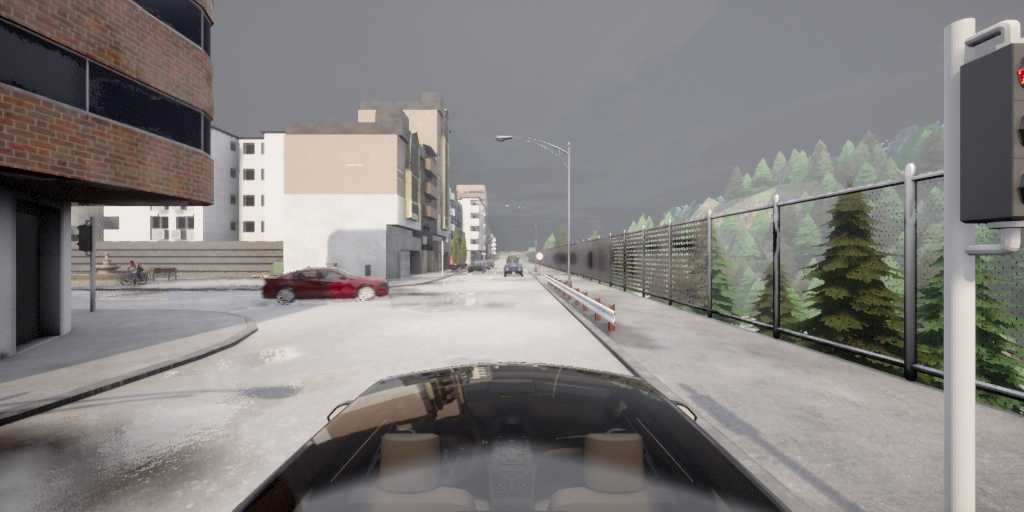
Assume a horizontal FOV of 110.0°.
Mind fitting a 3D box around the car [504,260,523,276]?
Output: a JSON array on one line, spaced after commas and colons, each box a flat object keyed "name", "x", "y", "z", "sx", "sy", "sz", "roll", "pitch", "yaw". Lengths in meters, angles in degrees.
[{"name": "car", "x": 0.132, "y": 1.351, "z": 37.330, "sx": 1.895, "sy": 1.301, "sz": 4.718, "roll": 0, "pitch": 0, "yaw": 0}]

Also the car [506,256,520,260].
[{"name": "car", "x": 0.103, "y": 0.973, "z": 61.973, "sx": 2.150, "sy": 2.045, "sz": 5.566, "roll": 0, "pitch": 0, "yaw": 0}]

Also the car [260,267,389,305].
[{"name": "car", "x": -8.085, "y": 1.227, "z": 15.849, "sx": 5.008, "sy": 1.535, "sz": 1.882, "roll": 0, "pitch": 1, "yaw": -17}]

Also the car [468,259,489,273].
[{"name": "car", "x": -4.093, "y": 1.351, "z": 42.403, "sx": 1.895, "sy": 1.301, "sz": 4.718, "roll": 0, "pitch": 0, "yaw": 0}]

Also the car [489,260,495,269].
[{"name": "car", "x": -4.087, "y": 1.241, "z": 51.752, "sx": 2.128, "sy": 1.511, "sz": 4.902, "roll": 0, "pitch": 0, "yaw": 0}]

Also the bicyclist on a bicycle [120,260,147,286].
[{"name": "bicyclist on a bicycle", "x": -24.281, "y": 1.099, "z": 23.054, "sx": 0.582, "sy": 1.620, "sz": 1.656, "roll": 0, "pitch": 0, "yaw": 0}]
